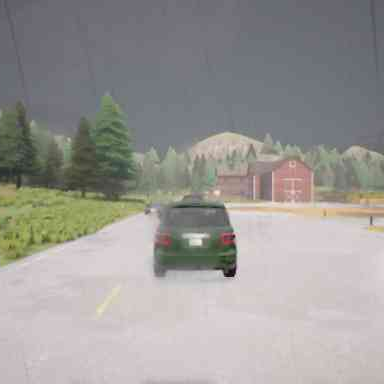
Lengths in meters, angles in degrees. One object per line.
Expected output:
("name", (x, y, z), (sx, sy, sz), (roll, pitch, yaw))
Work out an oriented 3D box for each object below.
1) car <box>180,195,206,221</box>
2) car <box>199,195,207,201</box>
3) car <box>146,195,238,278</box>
("car", (0.086, 1.296, 29.622), (2.150, 2.045, 5.566), (0, 0, 0))
("car", (2.996, 1.678, 91.304), (1.816, 1.474, 4.193), (-6, 0, -2))
("car", (0.068, 1.250, 10.380), (2.150, 2.045, 5.566), (0, 0, 0))
